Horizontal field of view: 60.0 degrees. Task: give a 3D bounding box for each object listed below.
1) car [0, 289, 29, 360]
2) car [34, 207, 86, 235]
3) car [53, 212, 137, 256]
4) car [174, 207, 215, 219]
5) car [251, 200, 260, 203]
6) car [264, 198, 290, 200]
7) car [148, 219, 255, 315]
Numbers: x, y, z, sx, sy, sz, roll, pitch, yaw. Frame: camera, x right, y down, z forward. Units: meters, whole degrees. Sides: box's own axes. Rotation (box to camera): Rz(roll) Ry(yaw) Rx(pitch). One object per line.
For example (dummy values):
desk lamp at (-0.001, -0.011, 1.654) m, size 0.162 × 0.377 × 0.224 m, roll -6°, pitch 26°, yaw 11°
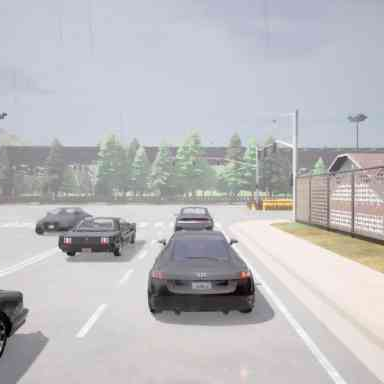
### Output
car at (-3.399, 1.547, 2.579) m, size 2.033 × 1.411 × 5.357 m, roll 0°, pitch 0°, yaw 0°
car at (-7.009, 1.565, 18.579) m, size 1.994 × 1.385 × 4.181 m, roll 0°, pitch 0°, yaw 0°
car at (-3.398, 1.601, 12.973) m, size 1.895 × 1.301 × 4.718 m, roll 0°, pitch 0°, yaw 0°
car at (0.119, 1.492, 16.556) m, size 2.128 × 1.511 × 4.902 m, roll 0°, pitch 0°, yaw 1°
car at (11.752, 1.601, 52.362) m, size 4.718 × 1.301 × 1.895 m, roll 0°, pitch 0°, yaw -2°
car at (12.289, 1.601, 45.343) m, size 4.718 × 1.301 × 1.895 m, roll 0°, pitch 0°, yaw -3°
car at (0.147, 1.564, 7.653) m, size 1.994 × 1.385 × 4.181 m, roll 0°, pitch 0°, yaw -1°
